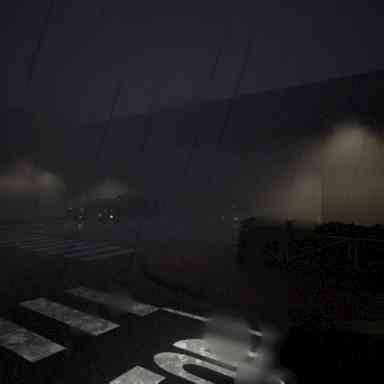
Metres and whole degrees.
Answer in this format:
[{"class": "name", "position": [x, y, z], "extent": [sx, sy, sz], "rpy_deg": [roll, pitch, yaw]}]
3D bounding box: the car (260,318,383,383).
[{"class": "car", "position": [2.725, 1.526, 2.047], "extent": [4.674, 1.442, 1.812], "rpy_deg": [0, 0, 36]}]

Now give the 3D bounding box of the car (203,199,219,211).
[{"class": "car", "position": [3.304, 1.599, 41.976], "extent": [1.895, 1.301, 4.718], "rpy_deg": [0, 0, 36]}]

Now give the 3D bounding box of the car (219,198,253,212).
[{"class": "car", "position": [5.471, 1.504, 38.993], "extent": [1.837, 1.490, 4.892], "rpy_deg": [0, 0, 36]}]

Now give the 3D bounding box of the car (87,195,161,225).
[{"class": "car", "position": [-4.676, 1.220, 24.826], "extent": [2.150, 2.045, 5.566], "rpy_deg": [0, 0, 36]}]

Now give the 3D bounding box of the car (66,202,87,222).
[{"class": "car", "position": [-7.694, 1.351, 26.623], "extent": [2.097, 1.767, 4.553], "rpy_deg": [0, 0, 36]}]
